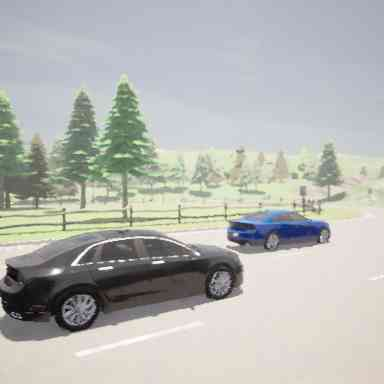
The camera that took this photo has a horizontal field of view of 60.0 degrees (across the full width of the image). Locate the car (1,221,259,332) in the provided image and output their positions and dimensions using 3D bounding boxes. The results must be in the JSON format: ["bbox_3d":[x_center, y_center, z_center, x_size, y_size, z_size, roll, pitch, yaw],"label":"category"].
[{"bbox_3d":[-1.132,1.531,6.883,4.892,1.490,1.837,0,0,-32],"label":"car"}]

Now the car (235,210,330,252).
[{"bbox_3d":[3.754,1.488,14.070,5.008,1.535,1.882,0,0,-32],"label":"car"}]
